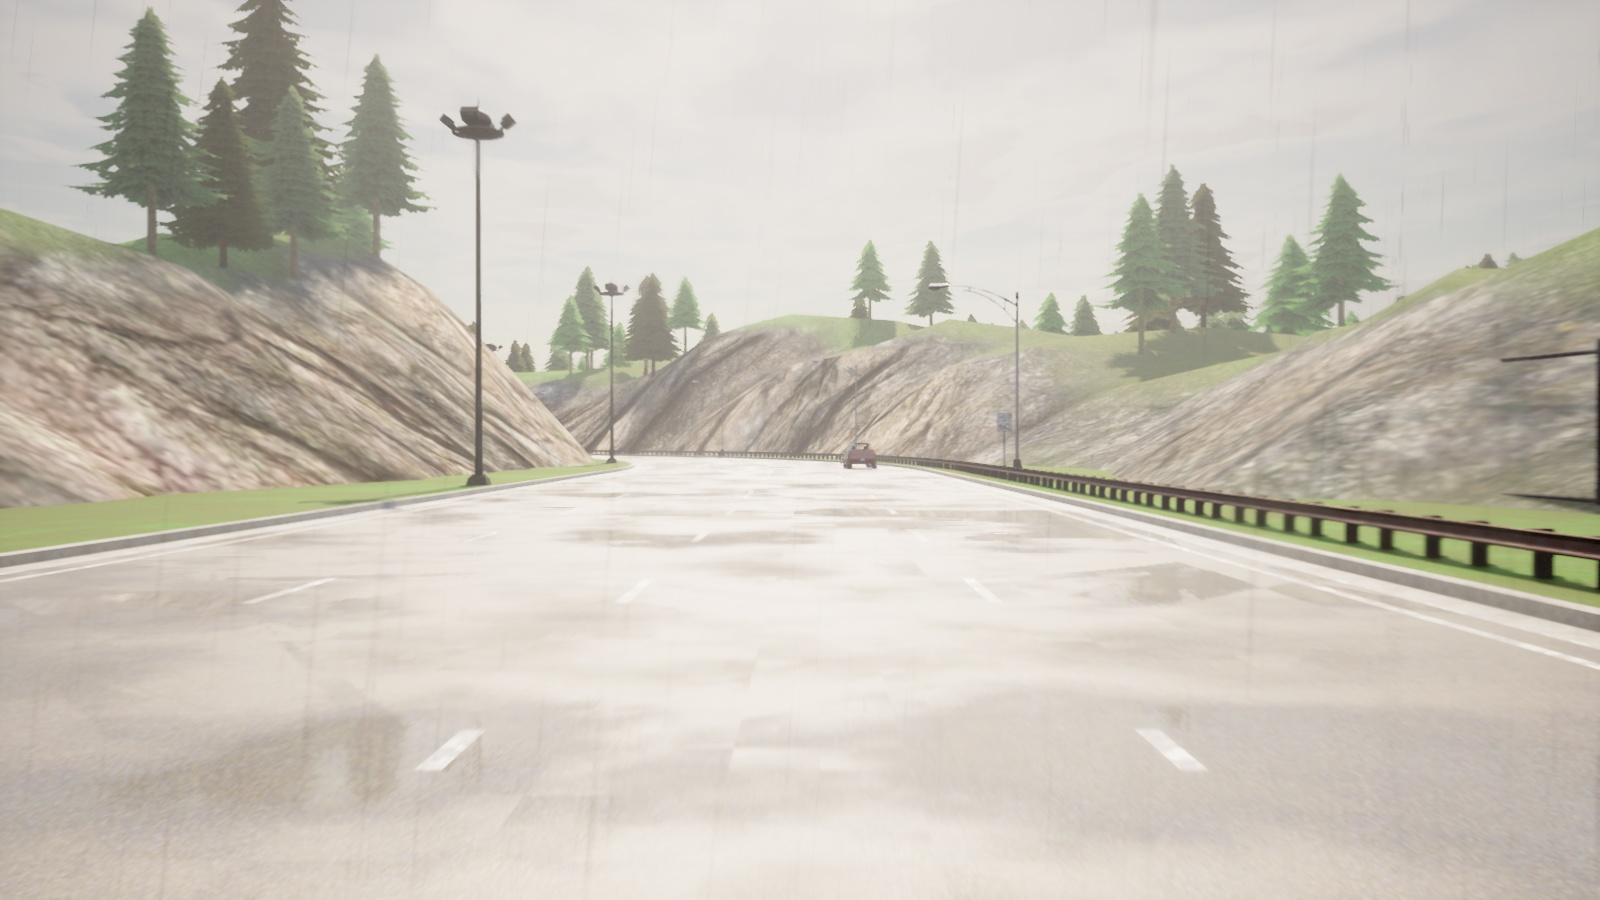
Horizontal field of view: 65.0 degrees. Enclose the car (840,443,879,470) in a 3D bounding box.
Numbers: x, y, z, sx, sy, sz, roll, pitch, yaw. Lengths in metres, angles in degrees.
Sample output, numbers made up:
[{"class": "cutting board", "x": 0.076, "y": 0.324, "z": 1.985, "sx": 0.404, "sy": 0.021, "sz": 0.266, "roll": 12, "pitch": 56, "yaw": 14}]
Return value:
[{"class": "car", "x": 3.413, "y": 0.356, "z": 73.046, "sx": 1.845, "sy": 1.501, "sz": 3.633, "roll": 0, "pitch": 0, "yaw": -4}]
